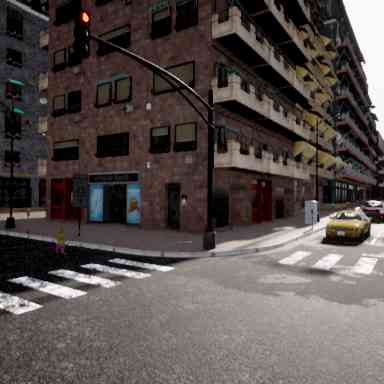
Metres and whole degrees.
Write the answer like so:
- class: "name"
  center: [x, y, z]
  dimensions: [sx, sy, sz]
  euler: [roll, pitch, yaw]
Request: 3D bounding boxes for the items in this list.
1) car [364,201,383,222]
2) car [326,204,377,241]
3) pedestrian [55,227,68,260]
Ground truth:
- class: "car"
  center: [14.406, 1.452, 26.412]
  dimensions: [1.967, 1.590, 4.097]
  euler: [1, 1, 34]
- class: "car"
  center: [8.022, 1.532, 16.900]
  dimensions: [1.752, 1.417, 4.829]
  euler: [1, 1, 34]
- class: "pedestrian"
  center: [-4.281, 1.678, 10.955]
  dimensions: [0.500, 1.100, 0.500]
  euler: [0, -1, 35]
